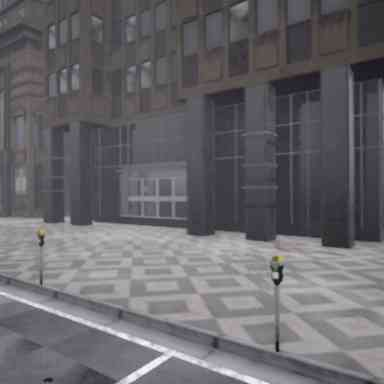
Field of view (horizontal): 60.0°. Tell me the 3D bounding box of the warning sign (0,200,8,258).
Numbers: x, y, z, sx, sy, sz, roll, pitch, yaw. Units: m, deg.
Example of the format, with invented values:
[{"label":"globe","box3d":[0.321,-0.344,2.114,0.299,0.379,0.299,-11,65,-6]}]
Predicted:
[{"label":"warning sign","box3d":[-6.813,1.186,10.647,1.060,1.860,1.300,0,0,35]}]
